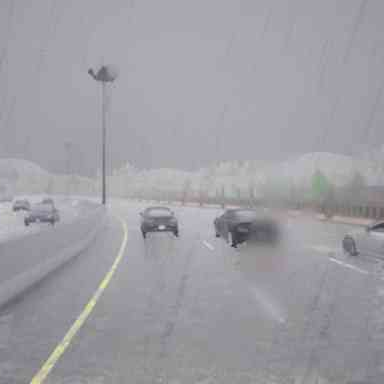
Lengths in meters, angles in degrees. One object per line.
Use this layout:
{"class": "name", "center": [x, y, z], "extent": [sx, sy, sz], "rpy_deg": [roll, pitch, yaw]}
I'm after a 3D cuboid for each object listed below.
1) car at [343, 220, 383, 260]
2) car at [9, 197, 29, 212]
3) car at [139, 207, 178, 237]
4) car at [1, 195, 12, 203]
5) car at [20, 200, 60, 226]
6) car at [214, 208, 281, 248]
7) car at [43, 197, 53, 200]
{"class": "car", "center": [6.407, 1.490, 9.912], "extent": [1.812, 1.442, 4.674], "rpy_deg": [0, 0, -5]}
{"class": "car", "center": [-20.063, 1.584, 39.358], "extent": [2.033, 1.411, 5.357], "rpy_deg": [0, 0, -25]}
{"class": "car", "center": [-1.861, 1.514, 18.108], "extent": [1.812, 1.442, 4.674], "rpy_deg": [0, 0, -11]}
{"class": "car", "center": [-36.533, 1.400, 66.009], "extent": [1.837, 1.490, 4.892], "rpy_deg": [0, 0, -26]}
{"class": "car", "center": [-10.491, 1.542, 23.583], "extent": [1.812, 1.442, 4.674], "rpy_deg": [0, 0, -15]}
{"class": "car", "center": [2.259, 1.453, 14.859], "extent": [1.882, 1.535, 5.008], "rpy_deg": [0, 0, -8]}
{"class": "car", "center": [-26.550, 1.639, 61.334], "extent": [1.895, 1.301, 4.718], "rpy_deg": [0, 0, -25]}
